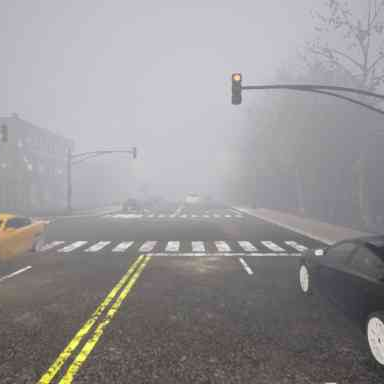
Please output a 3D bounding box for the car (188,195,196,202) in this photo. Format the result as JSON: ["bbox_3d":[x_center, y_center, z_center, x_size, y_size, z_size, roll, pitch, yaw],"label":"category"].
[{"bbox_3d":[0.021,1.509,79.299,2.033,1.411,5.357,0,0,0],"label":"car"}]

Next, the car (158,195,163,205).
[{"bbox_3d":[-6.569,1.458,56.646,1.882,1.535,5.008,0,0,0],"label":"car"}]

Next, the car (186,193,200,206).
[{"bbox_3d":[0.116,1.203,56.188,2.150,2.045,5.566,0,0,0],"label":"car"}]

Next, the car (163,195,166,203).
[{"bbox_3d":[-6.509,1.328,66.725,2.097,1.767,4.553,0,0,0],"label":"car"}]

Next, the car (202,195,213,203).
[{"bbox_3d":[3.370,1.480,68.989,1.837,1.490,4.892,0,0,0],"label":"car"}]

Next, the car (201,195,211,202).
[{"bbox_3d":[3.270,1.494,79.178,2.128,1.511,4.902,0,0,0],"label":"car"}]

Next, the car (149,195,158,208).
[{"bbox_3d":[-6.577,1.476,47.071,2.128,1.511,4.902,0,0,0],"label":"car"}]

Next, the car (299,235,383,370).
[{"bbox_3d":[3.344,1.477,5.663,1.882,1.535,5.008,0,0,1],"label":"car"}]

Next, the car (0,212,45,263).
[{"bbox_3d":[-6.503,1.476,10.754,1.882,1.535,5.008,1,0,-3],"label":"car"}]

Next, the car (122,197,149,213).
[{"bbox_3d":[-6.581,1.480,37.613,2.128,1.511,4.902,0,0,0],"label":"car"}]
